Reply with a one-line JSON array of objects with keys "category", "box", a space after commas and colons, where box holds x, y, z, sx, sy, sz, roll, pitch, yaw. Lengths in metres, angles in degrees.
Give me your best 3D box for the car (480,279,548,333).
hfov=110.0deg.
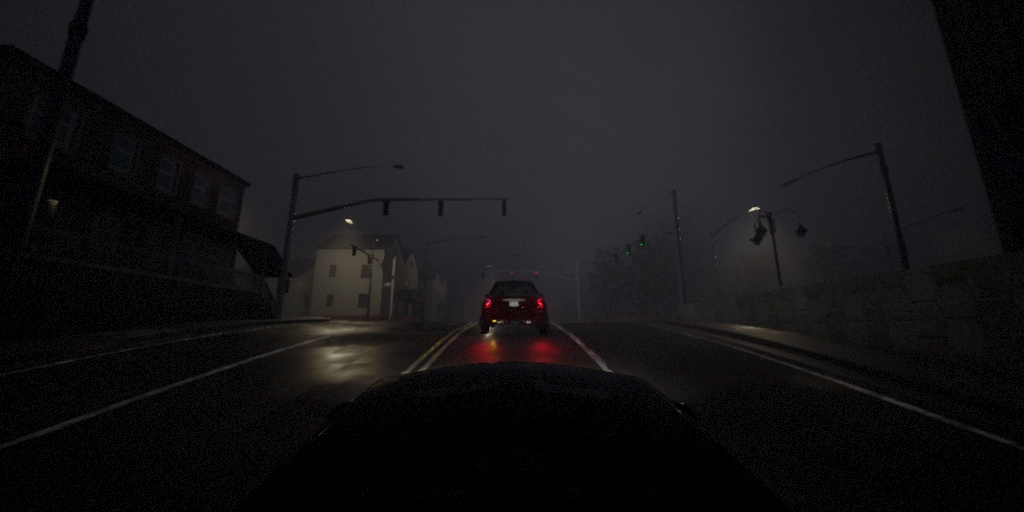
[{"category": "car", "box": [0.075, 1.727, 12.871, 2.097, 1.767, 4.553, 0, -7, 0]}]
